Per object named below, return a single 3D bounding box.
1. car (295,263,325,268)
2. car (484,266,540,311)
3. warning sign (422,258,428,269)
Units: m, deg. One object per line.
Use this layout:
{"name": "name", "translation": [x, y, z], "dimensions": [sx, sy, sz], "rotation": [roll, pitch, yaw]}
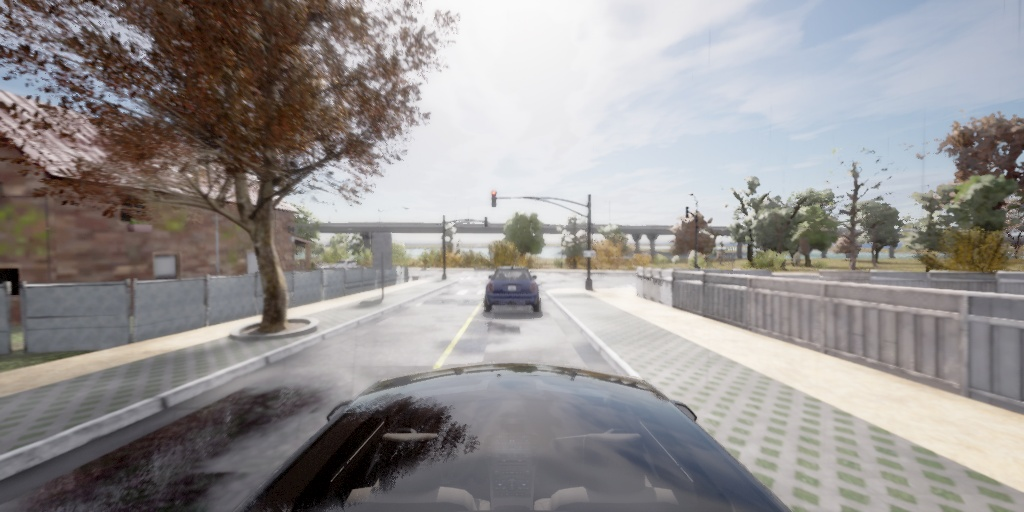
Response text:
{"name": "car", "translation": [-31.920, 2.112, 56.061], "dimensions": [4.902, 1.511, 2.128], "rotation": [-1, 1, 37]}
{"name": "car", "translation": [0.027, 1.215, 15.239], "dimensions": [2.097, 1.767, 4.553], "rotation": [0, -1, 1]}
{"name": "warning sign", "translation": [-14.277, 1.241, 58.884], "dimensions": [1.060, 1.860, 1.300], "rotation": [0, 0, 36]}
